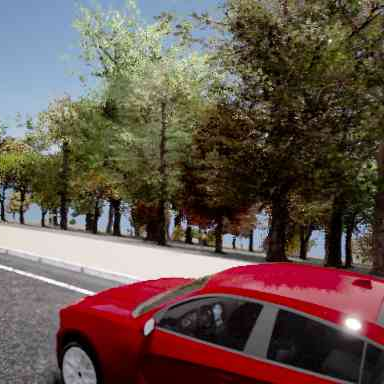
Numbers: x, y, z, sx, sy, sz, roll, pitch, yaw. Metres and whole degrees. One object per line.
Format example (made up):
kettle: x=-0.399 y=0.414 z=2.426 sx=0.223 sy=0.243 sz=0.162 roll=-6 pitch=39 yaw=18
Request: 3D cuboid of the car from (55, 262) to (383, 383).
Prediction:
car: x=0.701 y=1.460 z=3.182 sx=5.008 sy=1.535 sz=1.882 roll=1 pitch=1 yaw=35
